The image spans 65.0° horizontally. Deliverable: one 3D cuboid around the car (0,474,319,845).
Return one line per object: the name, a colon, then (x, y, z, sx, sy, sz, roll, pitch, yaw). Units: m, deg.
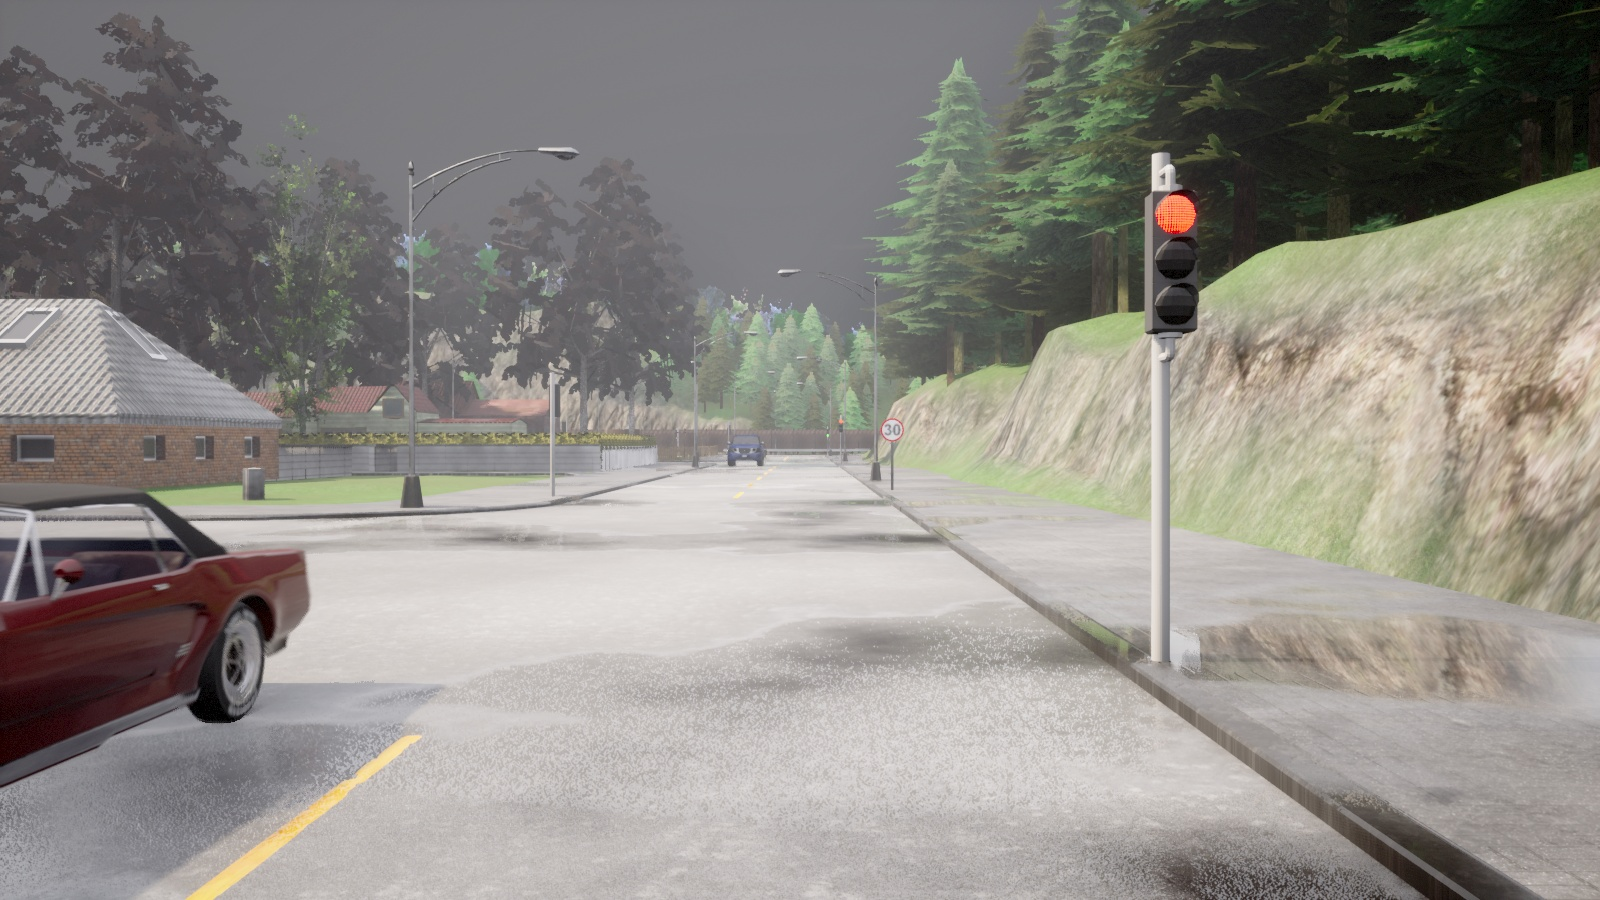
car: (-3.914, 0.814, 5.354, 1.895, 1.301, 4.718, 0, 0, 0)

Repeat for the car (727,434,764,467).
car: (-3.448, 0.008, 80.543, 2.150, 2.045, 5.566, 0, 0, 0)
